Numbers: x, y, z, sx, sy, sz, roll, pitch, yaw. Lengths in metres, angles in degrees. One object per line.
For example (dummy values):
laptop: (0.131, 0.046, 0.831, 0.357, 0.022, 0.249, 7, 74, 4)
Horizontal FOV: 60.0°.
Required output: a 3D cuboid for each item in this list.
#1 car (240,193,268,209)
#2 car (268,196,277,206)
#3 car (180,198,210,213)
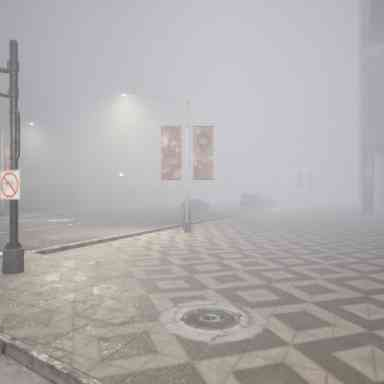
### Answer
car: (8.297, 1.188, 45.768, 2.150, 2.045, 5.566, 0, 0, 27)
car: (12.817, 1.448, 55.095, 2.128, 1.511, 4.902, 0, 0, 26)
car: (0.420, 1.485, 36.922, 1.837, 1.490, 4.892, 0, 0, 26)
